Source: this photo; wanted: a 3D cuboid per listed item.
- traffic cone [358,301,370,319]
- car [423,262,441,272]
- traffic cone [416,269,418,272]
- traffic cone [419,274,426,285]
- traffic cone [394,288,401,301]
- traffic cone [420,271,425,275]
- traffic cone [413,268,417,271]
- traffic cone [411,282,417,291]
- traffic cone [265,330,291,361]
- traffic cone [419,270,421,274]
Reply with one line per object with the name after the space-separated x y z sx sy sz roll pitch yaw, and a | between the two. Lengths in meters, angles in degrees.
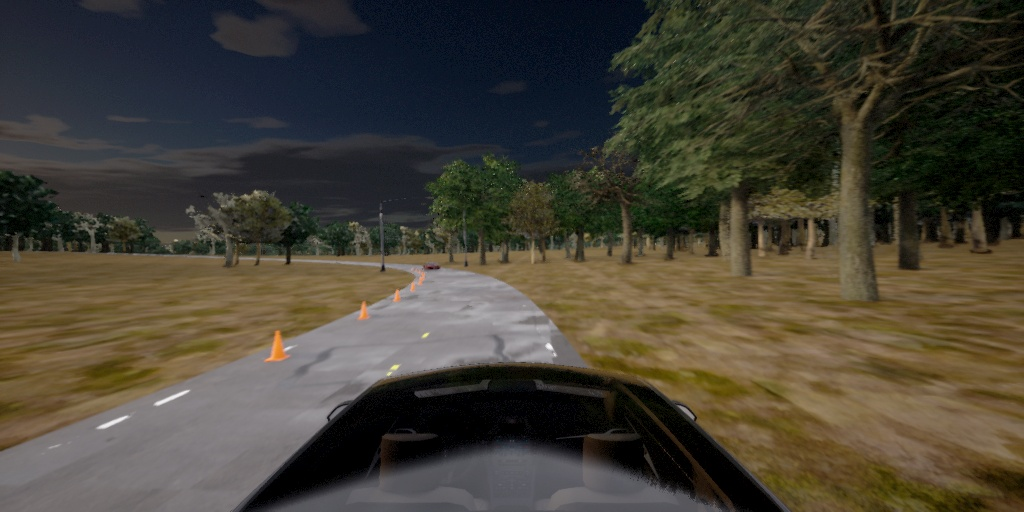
-5.099 1.854 12.389 0.340 0.580 0.340 0 0 -4 | traffic cone
-11.566 1.555 51.759 1.895 1.301 4.718 -2 1 -21 | car
-11.746 1.966 45.926 0.340 0.580 0.340 0 0 -19 | traffic cone
-6.860 1.878 26.970 0.340 0.580 0.340 0 0 -10 | traffic cone
-5.502 1.860 17.270 0.340 0.580 0.340 0 0 -6 | traffic cone
-7.812 1.894 31.775 0.340 0.580 0.340 0 0 -12 | traffic cone
-13.410 1.981 50.532 0.340 0.580 0.340 0 0 -21 | traffic cone
-6.089 1.867 22.133 0.340 0.580 0.340 0 0 -8 | traffic cone
-4.879 1.849 7.495 0.340 0.580 0.340 0 0 -1 | traffic cone
-10.257 1.943 41.260 0.340 0.580 0.340 0 0 -17 | traffic cone
